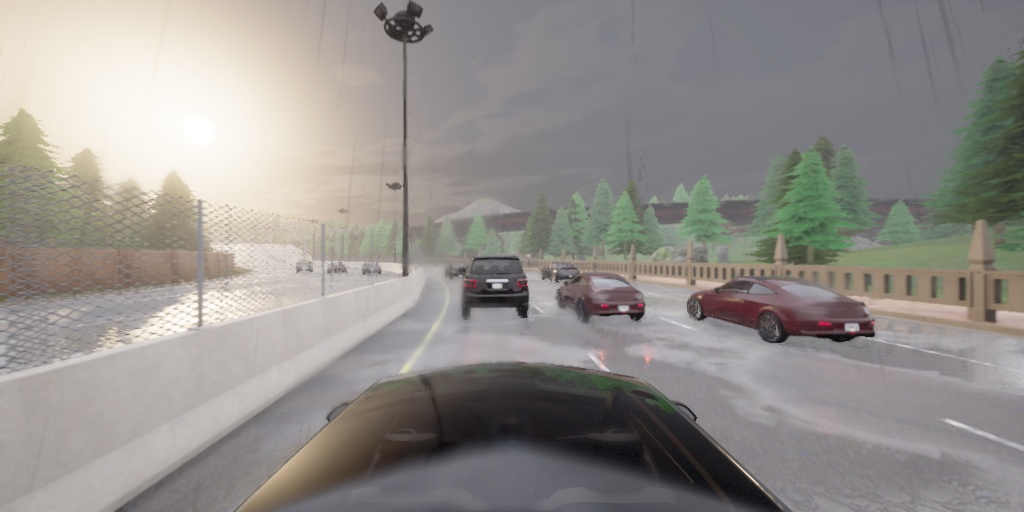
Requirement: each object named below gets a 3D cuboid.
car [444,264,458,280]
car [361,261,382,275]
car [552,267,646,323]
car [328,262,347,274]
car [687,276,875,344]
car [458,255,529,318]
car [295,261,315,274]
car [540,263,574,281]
[{"bbox_3d":[-4.941,1.393,32.266,1.895,1.301,4.718,0,0,-17],"label":"car"},{"bbox_3d":[-15.693,1.335,40.103,2.128,1.511,4.902,0,0,-24],"label":"car"},{"bbox_3d":[2.832,1.271,12.118,1.812,1.442,4.674,0,0,-6],"label":"car"},{"bbox_3d":[-20.969,1.431,43.007,1.994,1.385,4.181,0,0,-27],"label":"car"},{"bbox_3d":[6.577,1.254,9.425,1.812,1.442,4.674,0,0,-5],"label":"car"},{"bbox_3d":[-0.752,0.983,13.239,2.150,2.045,5.566,0,0,-7],"label":"car"},{"bbox_3d":[-26.205,1.382,45.343,2.128,1.511,4.902,0,0,-30],"label":"car"},{"bbox_3d":[3.587,1.245,27.724,2.128,1.511,4.902,0,0,-14],"label":"car"}]
